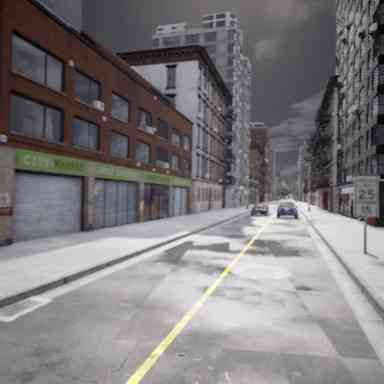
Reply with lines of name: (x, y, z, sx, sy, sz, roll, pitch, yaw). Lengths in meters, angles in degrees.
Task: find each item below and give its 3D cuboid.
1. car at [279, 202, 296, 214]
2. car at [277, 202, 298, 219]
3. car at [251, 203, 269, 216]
car: (13.058, 2.160, 45.536, 2.128, 1.511, 4.902, 1, -1, 17)
car: (10.303, 1.874, 35.923, 2.097, 1.767, 4.553, 1, -1, 17)
car: (8.168, 2.055, 39.535, 2.033, 1.411, 5.357, 1, -1, 16)
